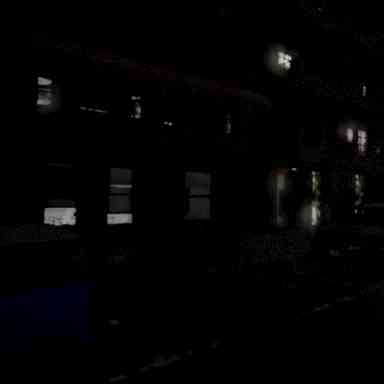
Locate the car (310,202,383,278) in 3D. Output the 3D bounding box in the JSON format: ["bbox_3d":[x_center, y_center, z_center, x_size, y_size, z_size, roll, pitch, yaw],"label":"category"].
[{"bbox_3d":[5.816,1.283,10.234,5.009,1.841,2.192,0,2,-36],"label":"car"}]

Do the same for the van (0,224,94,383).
[{"bbox_3d":[-3.182,1.343,3.801,3.998,1.788,1.690,0,2,-36],"label":"van"}]
